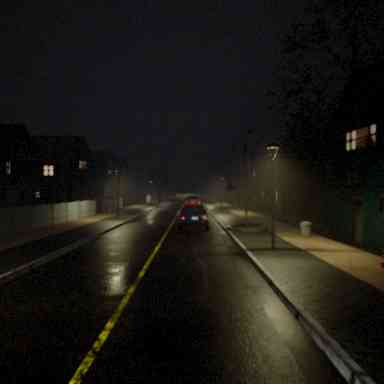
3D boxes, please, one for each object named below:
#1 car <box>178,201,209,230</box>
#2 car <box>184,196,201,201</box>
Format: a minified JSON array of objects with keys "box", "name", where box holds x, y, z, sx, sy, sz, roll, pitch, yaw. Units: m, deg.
[{"box":[0.097,1.505,20.896,2.033,1.411,5.357,0,0,0],"name":"car"},{"box":[0.097,1.268,41.362,2.097,1.767,4.553,0,0,0],"name":"car"}]
